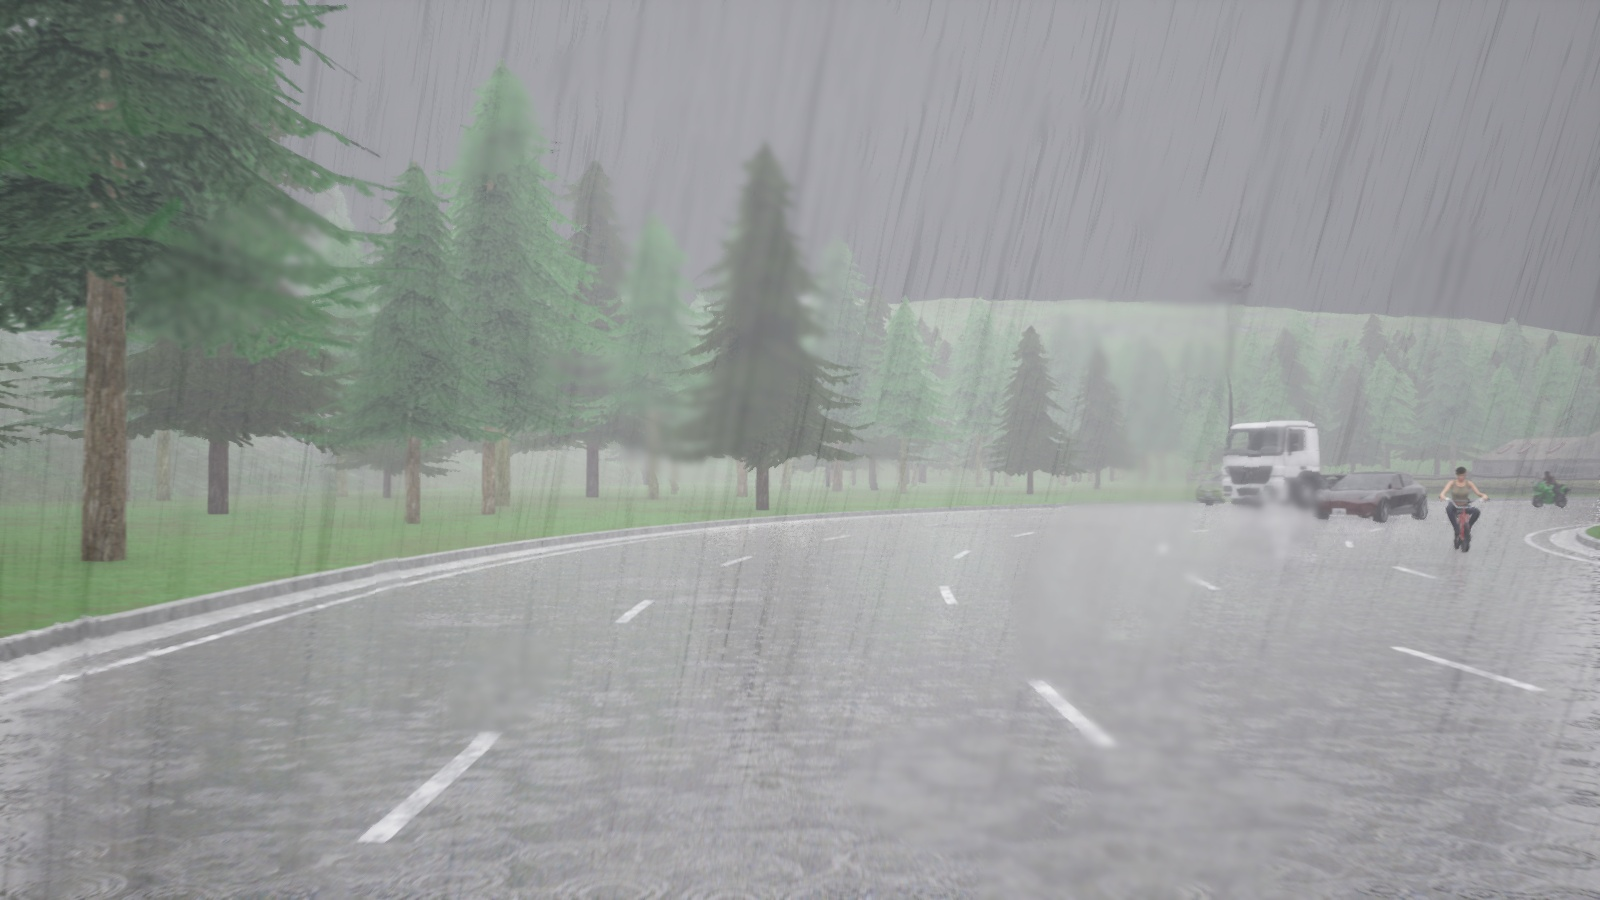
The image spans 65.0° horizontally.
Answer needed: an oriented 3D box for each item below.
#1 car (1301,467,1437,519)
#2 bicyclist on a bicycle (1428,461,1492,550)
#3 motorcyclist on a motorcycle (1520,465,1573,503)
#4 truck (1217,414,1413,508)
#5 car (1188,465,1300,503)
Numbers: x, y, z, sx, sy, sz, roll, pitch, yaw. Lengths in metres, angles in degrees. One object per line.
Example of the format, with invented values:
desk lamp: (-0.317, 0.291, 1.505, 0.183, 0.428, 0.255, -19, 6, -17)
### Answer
car: (17.395, 1.270, 38.291, 4.792, 1.488, 2.163, 1, -1, -44)
bicyclist on a bicycle: (12.471, 1.025, 23.763, 0.866, 1.612, 1.509, 0, -1, 20)
motorcyclist on a motorcycle: (30.174, 1.373, 50.773, 2.044, 1.523, 0.797, 0, -1, -24)
truck: (20.441, 0.434, 49.699, 7.936, 3.462, 2.891, 0, -1, -30)
car: (18.656, 1.411, 52.689, 4.514, 1.525, 2.007, 0, -1, -31)
